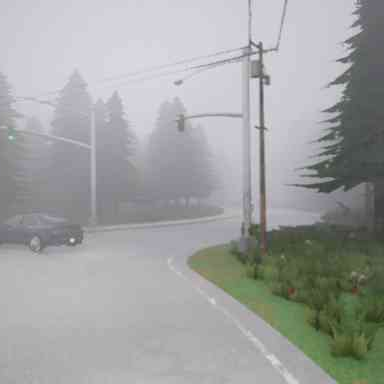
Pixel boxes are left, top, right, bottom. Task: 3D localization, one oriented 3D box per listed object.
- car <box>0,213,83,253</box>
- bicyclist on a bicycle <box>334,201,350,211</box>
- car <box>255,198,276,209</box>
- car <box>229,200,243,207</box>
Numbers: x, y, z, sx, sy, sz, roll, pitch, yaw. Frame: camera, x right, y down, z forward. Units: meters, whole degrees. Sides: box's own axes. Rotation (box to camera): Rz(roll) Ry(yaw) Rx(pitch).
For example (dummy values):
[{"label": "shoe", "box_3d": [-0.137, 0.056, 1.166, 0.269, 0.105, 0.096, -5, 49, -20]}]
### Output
[{"label": "car", "box_3d": [-6.953, 1.702, 14.601, 4.892, 1.490, 1.837, 0, -3, 29]}, {"label": "bicyclist on a bicycle", "box_3d": [10.838, 1.465, 24.047, 1.656, 1.620, 0.582, -5, -3, 30]}, {"label": "car", "box_3d": [11.534, 1.696, 52.385, 2.097, 1.767, 4.553, -1, -1, -6]}, {"label": "car", "box_3d": [8.856, 2.063, 61.996, 1.895, 1.301, 4.718, 0, -1, -26]}]
